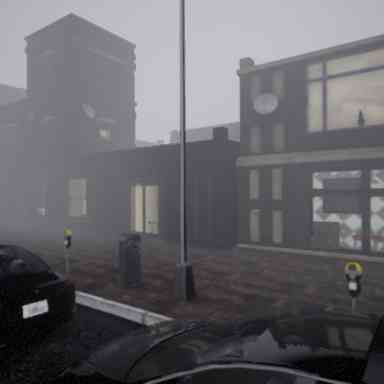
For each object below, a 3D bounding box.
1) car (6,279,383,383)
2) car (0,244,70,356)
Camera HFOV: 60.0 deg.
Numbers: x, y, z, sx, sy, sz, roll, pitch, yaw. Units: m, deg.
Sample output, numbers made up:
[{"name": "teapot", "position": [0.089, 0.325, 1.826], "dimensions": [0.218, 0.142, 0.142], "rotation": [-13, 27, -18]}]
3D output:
[{"name": "car", "position": [0.780, 1.565, 2.327], "dimensions": [4.313, 1.339, 1.947], "rotation": [0, 0, 36]}, {"name": "car", "position": [-3.725, 1.551, 5.540], "dimensions": [4.313, 1.339, 1.947], "rotation": [0, 0, 36]}]
